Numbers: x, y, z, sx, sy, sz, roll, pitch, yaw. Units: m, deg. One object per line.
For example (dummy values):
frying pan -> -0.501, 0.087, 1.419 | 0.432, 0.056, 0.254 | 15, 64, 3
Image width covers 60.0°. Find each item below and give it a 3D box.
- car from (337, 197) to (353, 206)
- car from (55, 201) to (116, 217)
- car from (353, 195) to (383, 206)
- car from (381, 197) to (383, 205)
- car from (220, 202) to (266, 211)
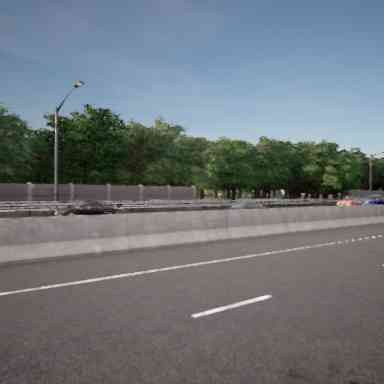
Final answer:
car -> 24.499, 1.588, 51.532 | 4.553, 1.767, 2.097 | 1, 0, -35
car -> -8.826, 1.529, 27.788 | 4.892, 1.490, 1.837 | 0, 0, -35
car -> 26.370, 1.456, 48.580 | 5.566, 2.045, 2.150 | 1, 0, -35
car -> 28.478, 1.740, 45.785 | 4.892, 1.490, 1.837 | 1, 0, -35
car -> 4.468, 1.588, 28.634 | 4.674, 1.442, 1.812 | 1, 0, -35
